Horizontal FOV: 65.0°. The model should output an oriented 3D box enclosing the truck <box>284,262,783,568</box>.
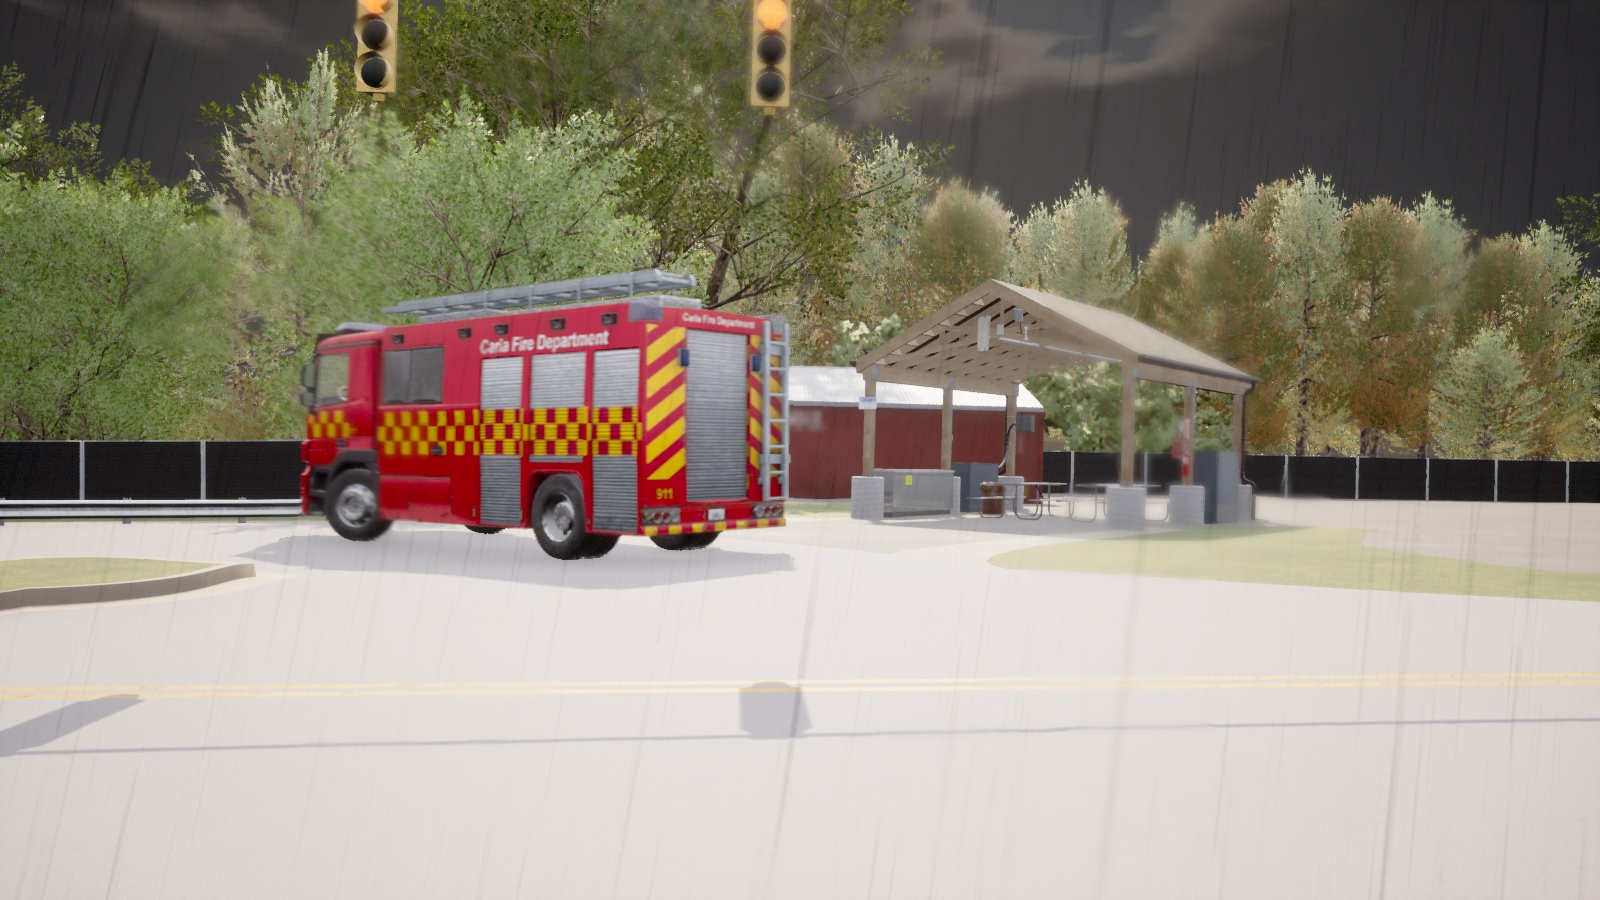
[{"bbox_3d":[-4.449,-0.450,19.513,8.468,3.827,2.891,0,0,39],"label":"truck"}]
